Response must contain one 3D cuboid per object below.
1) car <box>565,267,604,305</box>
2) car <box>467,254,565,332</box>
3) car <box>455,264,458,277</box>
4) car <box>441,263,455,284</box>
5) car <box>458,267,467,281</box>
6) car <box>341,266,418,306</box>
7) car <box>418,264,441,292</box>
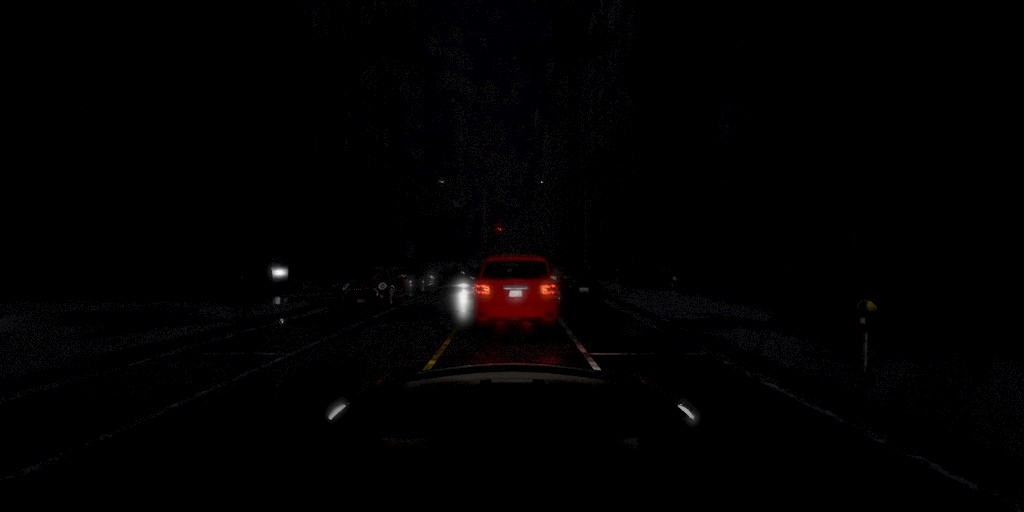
[{"bbox_3d":[2.763,1.314,15.662,1.948,1.339,4.313,0,0,0],"label":"car"},{"bbox_3d":[0.103,0.970,11.023,2.150,2.045,5.566,0,0,0],"label":"car"},{"bbox_3d":[-5.760,1.295,32.179,1.888,1.381,4.507,0,0,0],"label":"car"},{"bbox_3d":[-5.761,1.300,26.674,2.007,1.370,4.403,0,0,0],"label":"car"},{"bbox_3d":[-2.997,1.406,29.773,1.895,1.301,4.718,0,0,0],"label":"car"},{"bbox_3d":[-5.763,1.188,15.663,1.967,1.591,4.097,0,0,0],"label":"car"},{"bbox_3d":[-5.762,1.315,21.169,1.948,1.339,4.313,0,0,0],"label":"car"}]
